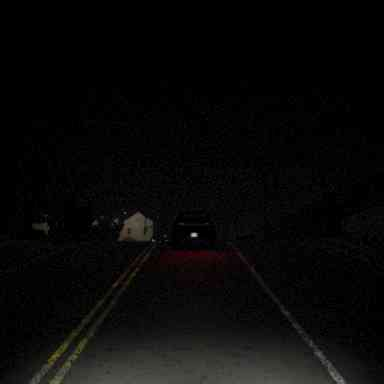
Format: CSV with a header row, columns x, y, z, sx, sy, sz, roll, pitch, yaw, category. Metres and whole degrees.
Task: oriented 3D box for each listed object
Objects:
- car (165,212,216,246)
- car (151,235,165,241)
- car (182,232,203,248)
x,y,z,sx,sy,sz,roll,pitch,yaw,category
0.092,1.691,15.890,2.128,1.511,4.902,0,-4,0,car
-3.597,5.810,39.409,2.097,1.767,4.553,0,-11,0,car
0.093,4.925,33.909,1.994,1.385,4.181,0,-11,0,car
